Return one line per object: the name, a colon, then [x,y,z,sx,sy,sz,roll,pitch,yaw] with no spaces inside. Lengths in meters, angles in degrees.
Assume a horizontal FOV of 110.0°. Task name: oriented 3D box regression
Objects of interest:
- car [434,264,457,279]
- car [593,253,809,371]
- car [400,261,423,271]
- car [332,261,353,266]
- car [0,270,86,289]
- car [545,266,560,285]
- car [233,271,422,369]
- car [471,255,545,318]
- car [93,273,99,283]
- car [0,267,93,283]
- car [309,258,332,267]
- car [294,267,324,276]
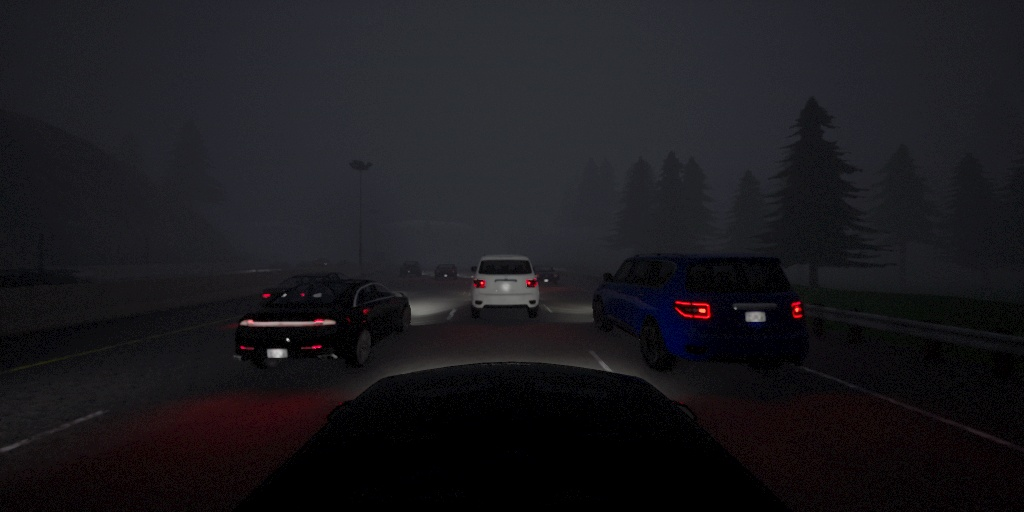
car: [-5.897,1.365,32.295,1.895,1.301,4.718,0,0,-9]
car: [3.418,0.966,7.832,2.150,2.045,5.566,0,0,-2]
car: [-10.045,1.263,35.835,2.128,1.511,4.902,0,0,-10]
car: [-24.927,1.364,53.381,1.994,1.385,4.181,0,0,-15]
car: [-18.027,1.348,12.195,1.994,1.385,4.181,0,0,-4]
car: [2.019,1.349,26.074,1.895,1.301,4.718,0,0,-7]
car: [-3.603,1.249,7.814,2.128,1.511,4.902,0,0,-2]
car: [-0.335,0.974,13.220,2.150,2.045,5.566,0,0,-3]
car: [-25.634,1.325,19.633,1.812,1.442,4.674,0,0,-6]
car: [-21.724,1.283,15.218,2.128,1.511,4.902,0,0,-5]
car: [-29.020,1.160,54.954,2.097,1.767,4.553,0,0,-16]
car: [-7.373,1.312,13.918,2.033,1.411,5.357,0,0,-4]
